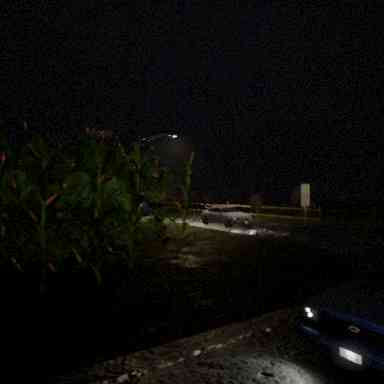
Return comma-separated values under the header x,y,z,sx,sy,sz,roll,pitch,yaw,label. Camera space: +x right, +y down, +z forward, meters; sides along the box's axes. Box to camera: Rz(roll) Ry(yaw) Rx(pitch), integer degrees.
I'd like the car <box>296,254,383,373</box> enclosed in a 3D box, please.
x,y,z,sx,sy,sz,roll,pitch,yaw,label
4.130,1.610,5.489,5.357,1.411,2.033,1,0,-34,car

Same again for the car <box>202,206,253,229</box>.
x,y,z,sx,sy,sz,roll,pitch,yaw,label
2.421,1.741,24.109,1.812,1.442,4.674,0,0,-31,car

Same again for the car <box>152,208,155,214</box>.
x,y,z,sx,sy,sz,roll,pitch,yaw,label
-6.008,1.500,38.507,2.150,2.045,5.566,0,-1,-31,car
